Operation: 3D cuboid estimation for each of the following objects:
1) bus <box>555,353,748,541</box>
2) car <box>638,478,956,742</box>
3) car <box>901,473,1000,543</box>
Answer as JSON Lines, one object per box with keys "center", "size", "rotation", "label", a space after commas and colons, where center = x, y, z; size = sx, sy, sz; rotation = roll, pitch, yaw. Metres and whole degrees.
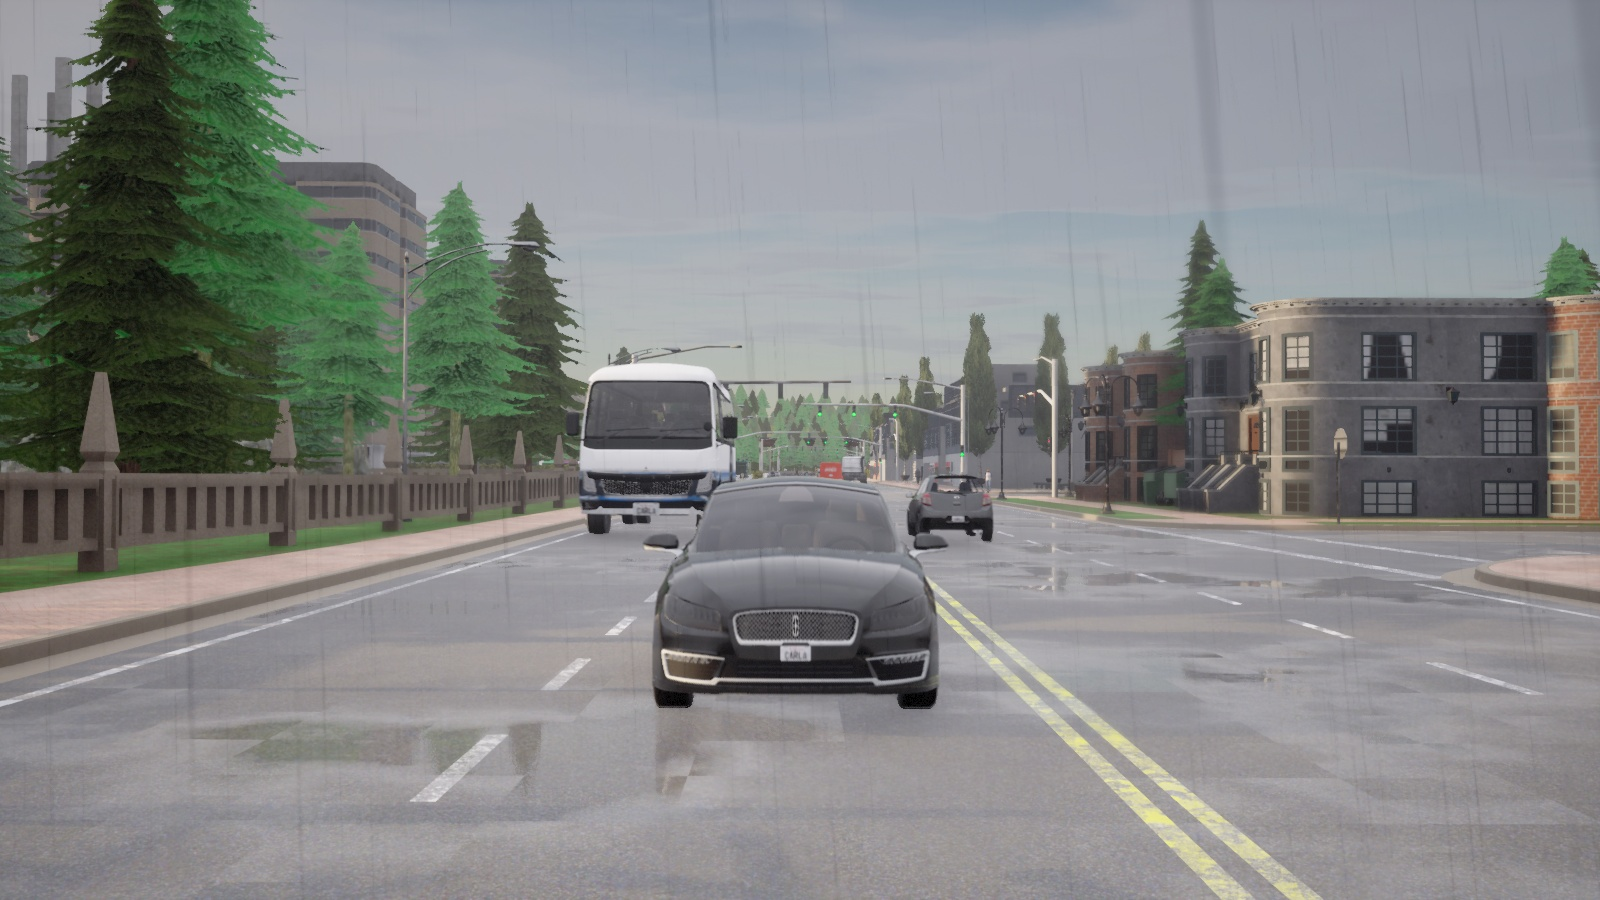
{"center": [-3.584, 0.014, 33.530], "size": [3.944, 4.253, 10.273], "rotation": [0, -1, 0], "label": "bus"}
{"center": [-0.023, 0.982, 9.718], "size": [1.837, 1.490, 4.892], "rotation": [0, -1, 0], "label": "car"}
{"center": [3.432, 1.304, 29.213], "size": [1.845, 1.501, 3.633], "rotation": [0, -1, 0], "label": "car"}
